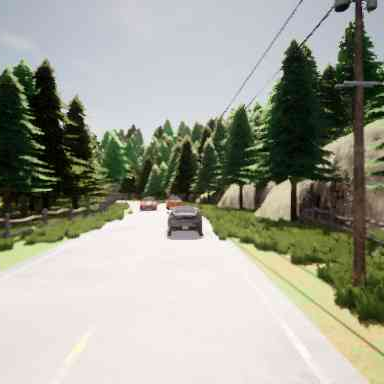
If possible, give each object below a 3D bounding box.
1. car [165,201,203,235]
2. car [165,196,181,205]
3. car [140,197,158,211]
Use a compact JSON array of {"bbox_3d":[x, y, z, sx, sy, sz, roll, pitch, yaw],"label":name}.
[{"bbox_3d":[-0.417,1.508,18.817,1.837,1.490,4.892,0,0,-2],"label":"car"},{"bbox_3d":[-2.447,1.362,44.070,2.097,1.767,4.553,0,0,-9],"label":"car"},{"bbox_3d":[-5.241,1.367,40.430,2.097,1.767,4.553,0,0,-7],"label":"car"}]
